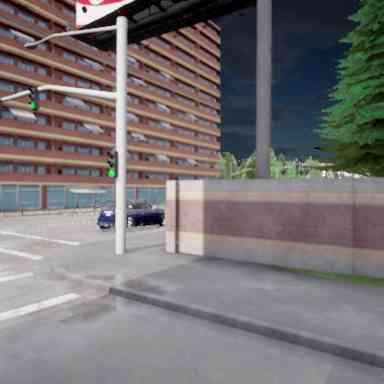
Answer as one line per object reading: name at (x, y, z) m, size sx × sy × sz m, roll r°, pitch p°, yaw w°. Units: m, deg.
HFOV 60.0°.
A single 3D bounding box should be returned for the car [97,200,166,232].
car at (-3.257, 1.239, 19.549) m, size 2.097 × 1.767 × 4.553 m, roll 1°, pitch 0°, yaw 35°
